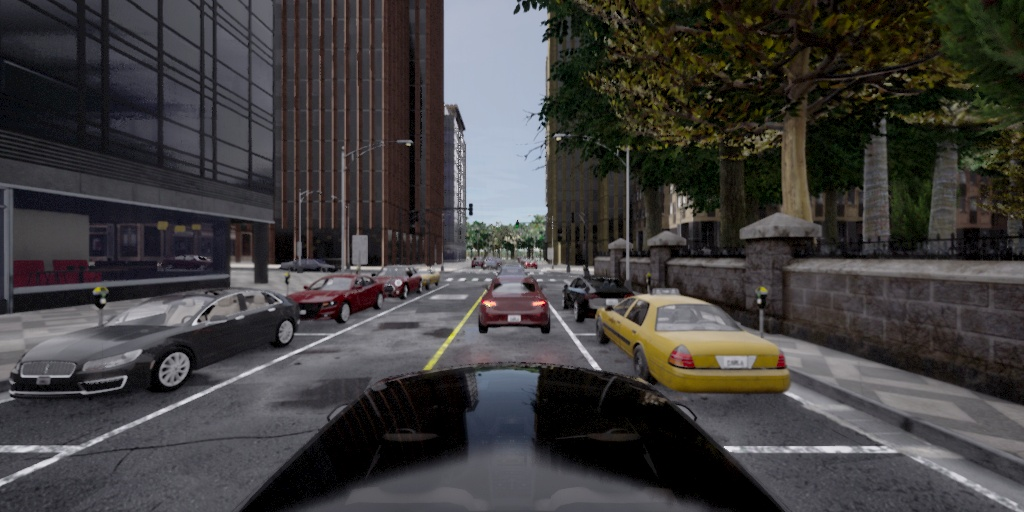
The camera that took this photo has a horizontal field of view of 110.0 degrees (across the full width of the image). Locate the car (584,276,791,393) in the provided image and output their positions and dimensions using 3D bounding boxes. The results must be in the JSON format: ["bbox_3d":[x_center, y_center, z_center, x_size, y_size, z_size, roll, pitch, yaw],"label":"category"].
[{"bbox_3d":[2.773,1.273,6.747,1.751,1.417,4.829,0,0,0],"label":"car"}]

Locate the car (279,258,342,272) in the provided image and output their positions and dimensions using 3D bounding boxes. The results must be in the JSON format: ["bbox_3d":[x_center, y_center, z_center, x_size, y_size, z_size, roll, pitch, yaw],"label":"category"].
[{"bbox_3d":[-19.258,0.934,34.439,5.357,1.411,2.033,1,0,0],"label":"car"}]

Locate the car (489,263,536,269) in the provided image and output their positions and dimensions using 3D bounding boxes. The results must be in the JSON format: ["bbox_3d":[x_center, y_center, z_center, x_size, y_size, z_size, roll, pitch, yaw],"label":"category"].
[{"bbox_3d":[0.033,1.290,20.117,2.033,1.411,5.357,0,0,0],"label":"car"}]

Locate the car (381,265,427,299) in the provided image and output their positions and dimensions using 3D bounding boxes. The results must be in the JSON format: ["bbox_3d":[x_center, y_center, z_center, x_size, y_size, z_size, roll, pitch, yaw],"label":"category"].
[{"bbox_3d":[-5.734,1.183,17.503,1.967,1.591,4.097,0,0,0],"label":"car"}]

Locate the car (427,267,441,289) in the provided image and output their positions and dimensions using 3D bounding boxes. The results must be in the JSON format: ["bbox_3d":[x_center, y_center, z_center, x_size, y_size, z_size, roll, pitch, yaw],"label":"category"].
[{"bbox_3d":[-5.726,1.267,22.790,1.751,1.417,4.829,0,0,0],"label":"car"}]

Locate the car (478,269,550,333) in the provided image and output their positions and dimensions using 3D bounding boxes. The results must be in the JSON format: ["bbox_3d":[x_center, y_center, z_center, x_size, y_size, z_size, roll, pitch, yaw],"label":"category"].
[{"bbox_3d":[0.068,1.272,10.554,1.812,1.442,4.674,0,0,0],"label":"car"}]

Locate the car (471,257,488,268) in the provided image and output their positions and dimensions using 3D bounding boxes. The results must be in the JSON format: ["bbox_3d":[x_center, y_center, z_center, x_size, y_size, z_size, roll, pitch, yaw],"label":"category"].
[{"bbox_3d":[-5.663,1.051,60.367,2.192,1.841,5.009,0,0,0],"label":"car"}]

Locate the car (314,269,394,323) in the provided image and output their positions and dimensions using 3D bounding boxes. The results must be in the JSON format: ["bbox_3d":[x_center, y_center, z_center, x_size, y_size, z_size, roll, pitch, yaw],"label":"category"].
[{"bbox_3d":[-5.744,1.290,12.046,1.888,1.381,4.507,0,0,0],"label":"car"}]

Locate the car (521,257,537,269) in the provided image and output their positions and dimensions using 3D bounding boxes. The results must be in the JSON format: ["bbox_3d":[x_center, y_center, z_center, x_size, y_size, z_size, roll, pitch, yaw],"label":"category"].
[{"bbox_3d":[2.853,1.176,54.915,1.967,1.591,4.097,0,0,0],"label":"car"}]

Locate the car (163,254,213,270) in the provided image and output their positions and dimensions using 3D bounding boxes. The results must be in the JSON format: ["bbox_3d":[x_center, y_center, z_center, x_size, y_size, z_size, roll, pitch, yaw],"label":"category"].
[{"bbox_3d":[-30.511,0.647,34.439,5.008,1.535,1.882,2,0,0],"label":"car"}]

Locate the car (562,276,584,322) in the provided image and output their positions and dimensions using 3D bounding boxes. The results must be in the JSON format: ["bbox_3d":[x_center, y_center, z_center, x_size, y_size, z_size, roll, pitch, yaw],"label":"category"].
[{"bbox_3d":[2.782,1.311,12.034,1.948,1.339,4.313,0,0,0],"label":"car"}]

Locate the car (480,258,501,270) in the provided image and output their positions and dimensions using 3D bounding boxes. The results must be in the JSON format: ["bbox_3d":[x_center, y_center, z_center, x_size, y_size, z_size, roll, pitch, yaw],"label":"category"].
[{"bbox_3d":[-3.000,1.300,50.925,1.994,1.385,4.181,0,0,1],"label":"car"}]

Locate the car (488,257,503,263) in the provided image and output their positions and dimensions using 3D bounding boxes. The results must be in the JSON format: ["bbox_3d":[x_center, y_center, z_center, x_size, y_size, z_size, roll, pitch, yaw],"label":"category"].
[{"bbox_3d":[-2.968,1.337,62.293,1.895,1.301,4.718,0,0,0],"label":"car"}]

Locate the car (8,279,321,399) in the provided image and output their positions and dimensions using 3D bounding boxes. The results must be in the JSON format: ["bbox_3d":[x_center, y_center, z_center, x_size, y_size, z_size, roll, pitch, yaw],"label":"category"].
[{"bbox_3d":[-5.753,1.298,6.589,2.007,1.370,4.403,0,0,0],"label":"car"}]
